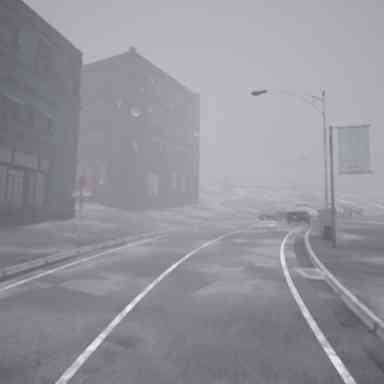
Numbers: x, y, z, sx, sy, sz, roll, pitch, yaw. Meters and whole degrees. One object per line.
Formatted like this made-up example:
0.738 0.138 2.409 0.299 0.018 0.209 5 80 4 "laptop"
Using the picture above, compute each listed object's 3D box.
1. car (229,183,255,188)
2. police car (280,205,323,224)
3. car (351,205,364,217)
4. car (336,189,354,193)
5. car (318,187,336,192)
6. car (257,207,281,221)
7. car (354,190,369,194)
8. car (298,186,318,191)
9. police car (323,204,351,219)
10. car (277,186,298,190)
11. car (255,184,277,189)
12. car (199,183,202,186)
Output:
10.322 -1.134 72.137 4.892 1.521 2.231 2 -5 -18 "car"
9.798 1.931 29.360 1.930 1.638 5.238 -3 -3 32 "police car"
19.496 2.309 40.970 4.892 1.490 1.837 1 -4 -42 "car"
36.478 0.023 81.651 4.792 1.488 2.163 3 -6 -22 "car"
31.192 -0.390 79.477 4.553 1.767 2.185 3 -6 -21 "car"
8.969 2.362 36.055 2.033 1.411 5.357 -3 -3 37 "car"
41.531 0.291 83.856 4.674 1.452 2.002 3 -6 -24 "car"
26.043 -0.504 77.475 5.008 1.535 2.097 3 -6 -20 "car"
15.545 2.122 36.979 1.930 1.638 5.238 -4 -4 42 "police car"
20.831 -0.693 75.583 4.674 1.452 2.002 2 -6 -19 "car"
15.579 -0.947 73.809 4.892 1.521 2.231 2 -6 -18 "car"
-0.104 -1.603 68.848 4.553 1.767 2.185 2 -5 -18 "car"
